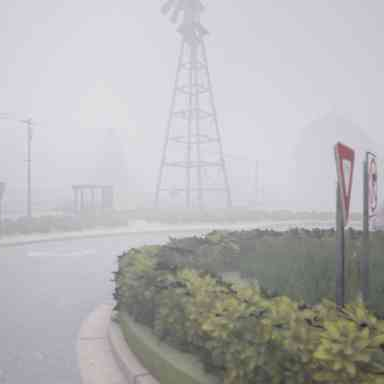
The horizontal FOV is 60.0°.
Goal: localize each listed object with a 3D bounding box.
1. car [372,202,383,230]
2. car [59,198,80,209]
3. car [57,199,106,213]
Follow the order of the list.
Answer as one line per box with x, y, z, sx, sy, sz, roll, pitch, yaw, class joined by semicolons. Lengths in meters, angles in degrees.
11.339;1.525;18.675;1.784;1.438;3.905;0;0;35;car
-11.633;1.422;35.979;2.097;1.767;4.553;0;0;36;car
-13.143;1.626;39.974;2.033;1.411;5.357;0;0;36;car
